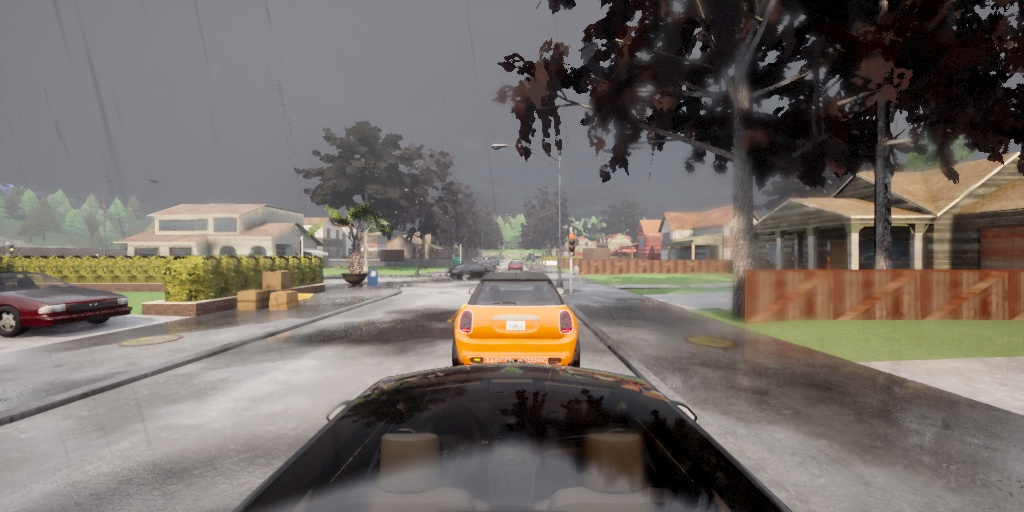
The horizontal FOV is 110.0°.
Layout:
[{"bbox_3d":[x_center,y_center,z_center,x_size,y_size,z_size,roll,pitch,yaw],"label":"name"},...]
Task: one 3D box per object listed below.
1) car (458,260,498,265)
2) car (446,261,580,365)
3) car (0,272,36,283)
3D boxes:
[{"bbox_3d":[-3.157,1.276,29.359,4.674,1.442,1.812,0,1,-39],"label":"car"},{"bbox_3d":[0.096,1.102,7.713,2.097,1.767,4.553,0,0,1],"label":"car"},{"bbox_3d":[-44.655,1.314,30.885,4.181,1.385,1.994,0,0,1],"label":"car"}]
